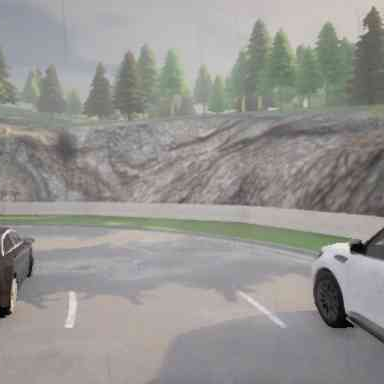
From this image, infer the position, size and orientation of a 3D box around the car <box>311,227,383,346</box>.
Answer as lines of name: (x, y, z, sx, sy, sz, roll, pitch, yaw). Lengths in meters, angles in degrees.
car: (3.395, 1.218, 3.815, 2.150, 2.045, 5.566, 0, 0, -3)

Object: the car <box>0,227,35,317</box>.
car: (-4.575, 1.482, 7.045, 2.128, 1.511, 4.902, 0, 0, -20)
